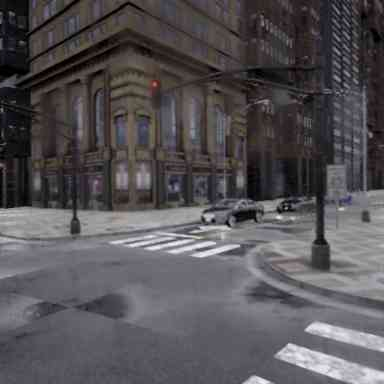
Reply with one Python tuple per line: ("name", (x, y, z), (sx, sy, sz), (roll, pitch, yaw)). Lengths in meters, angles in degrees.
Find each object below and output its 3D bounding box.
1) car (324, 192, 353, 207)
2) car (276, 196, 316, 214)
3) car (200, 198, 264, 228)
("car", (15.089, 0.634, 34.402), (1.882, 1.535, 5.008), (0, 1, 40))
("car", (8.379, 0.983, 26.512), (1.994, 1.385, 4.181), (0, 1, 41))
("car", (2.443, 1.144, 19.535), (2.128, 1.511, 4.902), (0, 1, 41))
